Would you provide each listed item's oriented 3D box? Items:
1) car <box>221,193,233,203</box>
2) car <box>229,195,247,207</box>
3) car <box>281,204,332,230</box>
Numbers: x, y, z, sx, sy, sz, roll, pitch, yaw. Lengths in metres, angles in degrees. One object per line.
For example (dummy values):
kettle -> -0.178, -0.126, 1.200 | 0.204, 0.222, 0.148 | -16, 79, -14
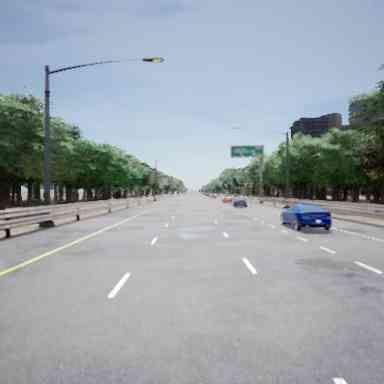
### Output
car -> 7.229, 1.321, 68.157 | 2.097, 1.767, 4.553 | 0, 0, 0
car -> 7.129, 1.524, 50.283 | 1.812, 1.442, 4.674 | 0, 0, 0
car -> 7.021, 1.498, 20.908 | 1.882, 1.535, 5.008 | 0, 0, 0
